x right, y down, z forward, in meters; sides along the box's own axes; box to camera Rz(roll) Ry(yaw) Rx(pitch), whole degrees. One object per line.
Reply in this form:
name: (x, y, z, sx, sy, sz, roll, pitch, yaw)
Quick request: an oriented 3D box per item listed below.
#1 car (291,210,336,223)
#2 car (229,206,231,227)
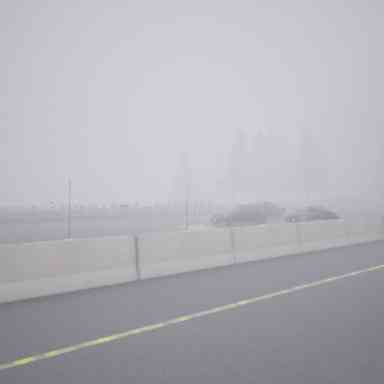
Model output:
car: (8.188, 1.651, 22.740, 4.181, 1.385, 1.994, 0, 0, -35)
car: (3.399, 1.592, 23.621, 4.674, 1.442, 1.812, 0, 0, -36)
